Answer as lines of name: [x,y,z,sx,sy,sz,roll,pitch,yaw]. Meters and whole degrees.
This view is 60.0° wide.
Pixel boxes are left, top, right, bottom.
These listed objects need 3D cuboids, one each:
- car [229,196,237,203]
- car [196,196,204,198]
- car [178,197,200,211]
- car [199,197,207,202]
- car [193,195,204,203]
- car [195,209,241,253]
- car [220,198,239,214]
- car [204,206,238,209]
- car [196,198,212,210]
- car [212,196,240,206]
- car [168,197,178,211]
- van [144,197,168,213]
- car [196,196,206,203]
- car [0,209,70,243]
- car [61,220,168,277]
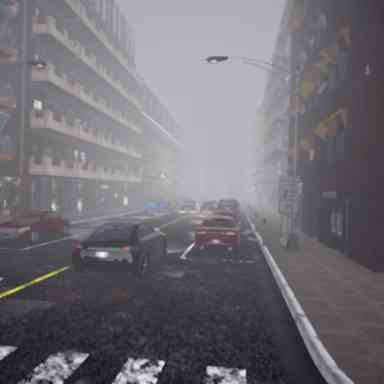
car: [11.456,2.116,92.465,2.192,1.841,5.009,1,0,8]
car: [0.935,1.975,76.744,2.008,1.369,4.403,1,0,8]
car: [-0.423,1.776,45.745,2.033,1.411,5.357,2,0,8]
car: [3.151,2.141,93.590,1.947,1.339,4.313,1,0,8]
car: [1.677,1.789,82.361,2.192,1.841,5.009,1,0,8]
car: [1.151,1.664,14.190,1.887,1.381,4.507,1,0,8]
car: [4.805,1.670,41.929,2.192,1.841,5.009,1,0,8]
car: [1.845,1.729,19.466,1.947,1.339,4.313,1,0,8]
car: [2.052,1.800,41.160,1.812,1.442,4.674,2,0,8]
car: [3.327,1.574,30.697,2.192,1.841,5.009,1,0,8]
car: [-3.468,1.712,43.048,1.802,1.307,4.206,1,0,8]
van: [-4.203,1.423,37.434,1.690,1.788,3.998,1,0,8]
car: [2.414,1.965,87.975,1.967,1.590,4.097,1,0,8]
car: [-7.122,1.475,15.283,1.802,1.307,4.206,1,0,8]
car: [-2.043,1.576,10.454,1.994,1.385,4.181,2,0,8]
